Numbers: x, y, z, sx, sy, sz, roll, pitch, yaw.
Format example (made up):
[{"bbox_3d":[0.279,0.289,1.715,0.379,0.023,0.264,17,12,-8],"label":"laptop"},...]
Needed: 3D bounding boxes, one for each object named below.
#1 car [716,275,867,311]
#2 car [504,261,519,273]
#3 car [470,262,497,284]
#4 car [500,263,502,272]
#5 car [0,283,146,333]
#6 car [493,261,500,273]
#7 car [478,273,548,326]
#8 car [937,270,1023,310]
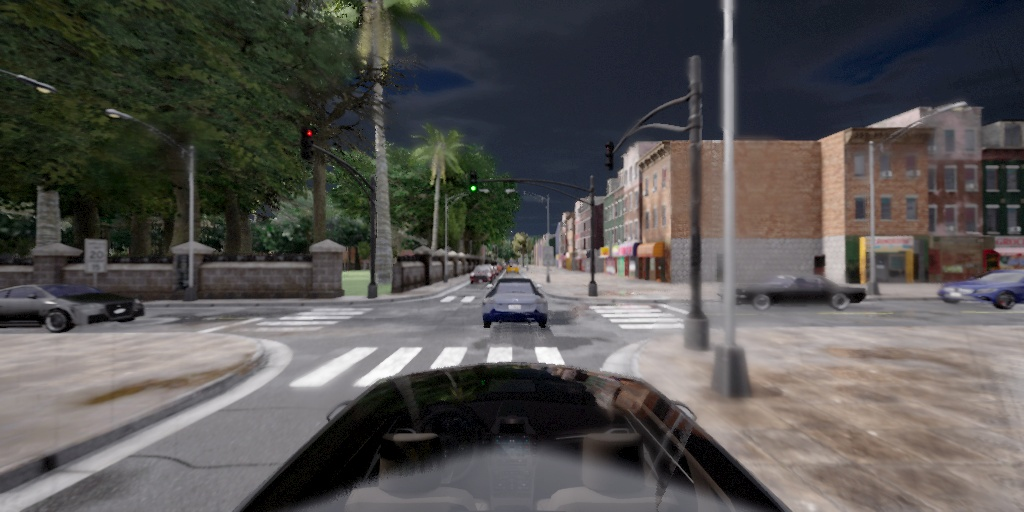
[{"bbox_3d":[10.852,1.409,14.207,4.718,1.301,1.895,0,-1,1],"label":"car"},{"bbox_3d":[0.114,2.012,57.061,1.882,1.535,5.008,0,-1,0],"label":"car"},{"bbox_3d":[-2.629,1.588,31.967,1.967,1.591,4.097,0,0,0],"label":"car"},{"bbox_3d":[-2.625,1.988,49.030,1.802,1.307,4.207,0,0,0],"label":"car"},{"bbox_3d":[-14.258,1.554,11.220,4.181,1.385,1.994,-1,-1,0],"label":"car"},{"bbox_3d":[-2.627,1.671,37.654,1.967,1.591,4.097,0,0,0],"label":"car"},{"bbox_3d":[0.090,1.441,12.163,1.994,1.385,4.181,0,-1,0],"label":"car"},{"bbox_3d":[19.899,1.274,14.205,4.674,1.442,1.812,0,-1,0],"label":"car"}]
